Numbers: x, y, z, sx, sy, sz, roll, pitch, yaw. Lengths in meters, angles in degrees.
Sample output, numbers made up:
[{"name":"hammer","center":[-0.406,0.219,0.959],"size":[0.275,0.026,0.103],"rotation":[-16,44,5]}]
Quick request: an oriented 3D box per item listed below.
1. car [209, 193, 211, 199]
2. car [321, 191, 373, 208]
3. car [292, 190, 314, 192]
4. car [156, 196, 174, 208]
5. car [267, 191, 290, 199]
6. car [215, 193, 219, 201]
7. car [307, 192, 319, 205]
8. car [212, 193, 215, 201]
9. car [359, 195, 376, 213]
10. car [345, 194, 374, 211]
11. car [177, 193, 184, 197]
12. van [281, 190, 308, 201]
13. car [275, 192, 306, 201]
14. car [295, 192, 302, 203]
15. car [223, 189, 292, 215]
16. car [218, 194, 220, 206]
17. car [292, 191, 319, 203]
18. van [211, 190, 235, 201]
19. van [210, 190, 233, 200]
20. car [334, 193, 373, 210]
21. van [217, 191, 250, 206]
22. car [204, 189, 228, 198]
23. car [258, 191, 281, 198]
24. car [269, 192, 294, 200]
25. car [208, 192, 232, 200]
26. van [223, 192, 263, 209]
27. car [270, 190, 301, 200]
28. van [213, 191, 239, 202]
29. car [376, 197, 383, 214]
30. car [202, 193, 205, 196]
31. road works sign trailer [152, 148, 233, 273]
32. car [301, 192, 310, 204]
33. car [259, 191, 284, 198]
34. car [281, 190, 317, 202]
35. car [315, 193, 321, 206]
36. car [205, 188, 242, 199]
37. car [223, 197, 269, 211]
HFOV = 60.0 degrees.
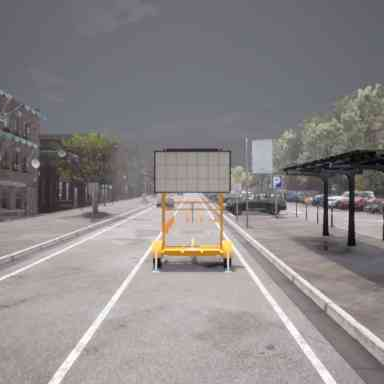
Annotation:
[{"name":"car","center":[5.776,1.020,55.504],"size":[4.892,1.521,2.231],"rotation":[0,1,0]},{"name":"car","center":[18.823,0.950,39.465],"size":[5.566,2.045,2.435],"rotation":[0,1,0]},{"name":"car","center":[18.821,0.760,56.122],"size":[5.566,2.045,2.435],"rotation":[0,1,0]},{"name":"car","center":[-3.297,1.247,41.109],"size":[1.994,1.385,4.181],"rotation":[0,1,0]},{"name":"car","center":[18.878,0.611,72.778],"size":[4.553,1.767,2.185],"rotation":[0,1,0]},{"name":"car","center":[5.766,1.183,41.482],"size":[5.008,1.535,2.097],"rotation":[0,1,0]},{"name":"car","center":[18.846,1.149,45.019],"size":[5.008,1.535,2.097],"rotation":[0,1,0]},{"name":"car","center":[5.800,1.126,49.893],"size":[4.792,1.488,2.163],"rotation":[0,1,0]},{"name":"car","center":[18.859,1.277,31.140],"size":[4.892,1.521,2.231],"rotation":[0,1,0]},{"name":"car","center":[18.858,1.251,33.916],"size":[5.008,1.535,2.097],"rotation":[0,1,0]},{"name":"car","center":[-3.138,0.536,90.669],"size":[2.033,1.411,5.357],"rotation":[0,1,0]},{"name":"van","center":[18.966,0.697,61.675],"size":[4.442,1.987,1.878],"rotation":[0,1,0]},{"name":"car","center":[19.035,0.873,64.452],"size":[5.366,1.575,1.946],"rotation":[0,1,0]},{"name":"car","center":[18.821,1.119,50.568],"size":[4.792,1.488,2.163],"rotation":[0,1,0]},{"name":"car","center":[5.745,1.032,30.266],"size":[5.566,2.045,2.435],"rotation":[0,1,0]},{"name":"car","center":[5.588,1.255,33.072],"size":[5.366,1.575,1.946],"rotation":[0,1,0]},{"name":"car","center":[18.879,1.080,53.351],"size":[4.792,1.488,2.163],"rotation":[0,1,0]},{"name":"van","center":[5.886,0.659,63.912],"size":[4.442,1.987,1.878],"rotation":[0,1,0]},{"name":"van","center":[5.885,0.612,66.714],"size":[4.442,1.987,1.878],"rotation":[0,1,0]},{"name":"car","center":[18.857,1.226,36.692],"size":[5.008,1.535,2.097],"rotation":[0,1,0]},{"name":"van","center":[5.888,0.901,47.088],"size":[4.442,1.987,1.878],"rotation":[0,1,0]},{"name":"car","center":[5.738,0.350,80.729],"size":[5.566,2.045,2.435],"rotation":[0,1,0]},{"name":"car","center":[18.852,0.597,81.106],"size":[4.892,1.521,2.231],"rotation":[0,1,0]},{"name":"car","center":[18.819,0.812,70.004],"size":[4.792,1.488,2.163],"rotation":[0,1,0]},{"name":"car","center":[5.762,0.791,69.521],"size":[4.892,1.521,2.231],"rotation":[0,1,0]},{"name":"van","center":[5.889,0.982,38.676],"size":[4.442,1.987,1.878],"rotation":[0,1,0]},{"name":"car","center":[18.877,0.578,67.224],"size":[5.566,2.045,2.435],"rotation":[0,1,0]},{"name":"van","center":[5.886,0.753,58.308],"size":[4.442,1.987,1.878],"rotation":[0,1,0]},{"name":"car","center":[18.882,1.331,28.365],"size":[4.792,1.488,2.163],"rotation":[0,1,0]},{"name":"car","center":[5.739,0.397,77.926],"size":[5.566,2.045,2.435],"rotation":[0,1,0]},{"name":"road works sign trailer","center":[0.017,0.429,10.554],"size":[2.380,3.560,2.880],"rotation":[0,0,1]},{"name":"car","center":[19.035,1.116,47.796],"size":[5.366,1.575,1.946],"rotation":[0,1,0]},{"name":"car","center":[18.662,0.640,78.329],"size":[5.366,1.575,1.946],"rotation":[0,1,0]},{"name":"car","center":[18.878,0.718,58.898],"size":[5.566,2.045,2.435],"rotation":[0,1,0]},{"name":"car","center":[18.845,1.178,42.242],"size":[4.892,1.521,2.231],"rotation":[0,1,0]},{"name":"car","center":[5.741,0.680,61.107],"size":[5.566,2.045,2.435],"rotation":[0,1,0]},{"name":"car","center":[5.775,1.273,35.876],"size":[4.674,1.452,2.002],"rotation":[0,1,0]}]
